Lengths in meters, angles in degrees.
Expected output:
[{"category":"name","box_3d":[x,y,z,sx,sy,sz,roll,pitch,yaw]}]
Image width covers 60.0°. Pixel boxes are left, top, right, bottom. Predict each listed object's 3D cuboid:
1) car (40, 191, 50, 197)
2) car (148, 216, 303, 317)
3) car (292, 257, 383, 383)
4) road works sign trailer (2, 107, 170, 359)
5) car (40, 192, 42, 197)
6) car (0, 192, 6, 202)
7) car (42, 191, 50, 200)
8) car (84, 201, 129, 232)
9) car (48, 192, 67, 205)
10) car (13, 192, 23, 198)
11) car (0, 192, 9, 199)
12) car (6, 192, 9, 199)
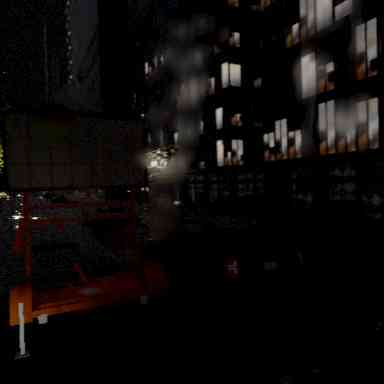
[{"category":"car","box_3d":[-34.724,0.387,78.573,2.008,1.369,4.403,-2,2,-26]},{"category":"car","box_3d":[0.441,1.222,7.230,1.967,1.590,4.097,-2,2,-26]},{"category":"car","box_3d":[2.956,1.405,2.137,1.947,1.339,4.313,-2,2,-26]},{"category":"road works sign trailer","box_3d":[-2.015,0.350,6.074,2.380,3.560,2.880,-2,2,-26]},{"category":"car","box_3d":[-29.698,0.551,68.382,1.947,1.339,4.313,-2,2,-26]},{"category":"car","box_3d":[-32.197,1.007,54.510,2.008,1.369,4.403,-2,2,-26]},{"category":"car","box_3d":[-24.675,0.676,58.191,1.887,1.381,4.507,-2,2,-26]},{"category":"car","box_3d":[-4.656,1.186,17.578,1.752,1.417,4.829,-2,2,-26]},{"category":"car","box_3d":[-17.138,0.922,42.906,1.802,1.307,4.206,-2,2,-26]},{"category":"car","box_3d":[-40.059,0.566,76.521,1.837,1.490,4.892,-2,2,-26]},{"category":"car","box_3d":[-39.735,0.787,69.800,2.008,1.369,4.403,-2,2,-26]},{"category":"car","box_3d":[-37.147,0.838,64.550,1.752,1.417,4.829,-2,2,-26]}]
